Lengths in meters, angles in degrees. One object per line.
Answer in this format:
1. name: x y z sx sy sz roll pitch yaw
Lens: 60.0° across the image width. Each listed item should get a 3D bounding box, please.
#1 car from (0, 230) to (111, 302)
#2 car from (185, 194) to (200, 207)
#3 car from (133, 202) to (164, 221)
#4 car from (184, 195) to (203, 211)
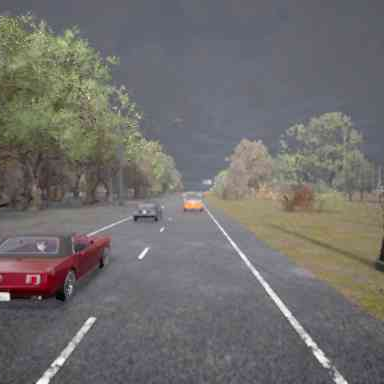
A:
1. car: -3.398 1.578 8.157 1.895 1.301 4.718 0 0 0
2. car: 0.038 1.218 48.853 2.097 1.767 4.553 0 0 0
3. car: -3.372 1.474 26.214 2.033 1.411 5.357 0 0 0
4. car: 0.118 1.247 38.333 2.097 1.767 4.553 0 0 0
